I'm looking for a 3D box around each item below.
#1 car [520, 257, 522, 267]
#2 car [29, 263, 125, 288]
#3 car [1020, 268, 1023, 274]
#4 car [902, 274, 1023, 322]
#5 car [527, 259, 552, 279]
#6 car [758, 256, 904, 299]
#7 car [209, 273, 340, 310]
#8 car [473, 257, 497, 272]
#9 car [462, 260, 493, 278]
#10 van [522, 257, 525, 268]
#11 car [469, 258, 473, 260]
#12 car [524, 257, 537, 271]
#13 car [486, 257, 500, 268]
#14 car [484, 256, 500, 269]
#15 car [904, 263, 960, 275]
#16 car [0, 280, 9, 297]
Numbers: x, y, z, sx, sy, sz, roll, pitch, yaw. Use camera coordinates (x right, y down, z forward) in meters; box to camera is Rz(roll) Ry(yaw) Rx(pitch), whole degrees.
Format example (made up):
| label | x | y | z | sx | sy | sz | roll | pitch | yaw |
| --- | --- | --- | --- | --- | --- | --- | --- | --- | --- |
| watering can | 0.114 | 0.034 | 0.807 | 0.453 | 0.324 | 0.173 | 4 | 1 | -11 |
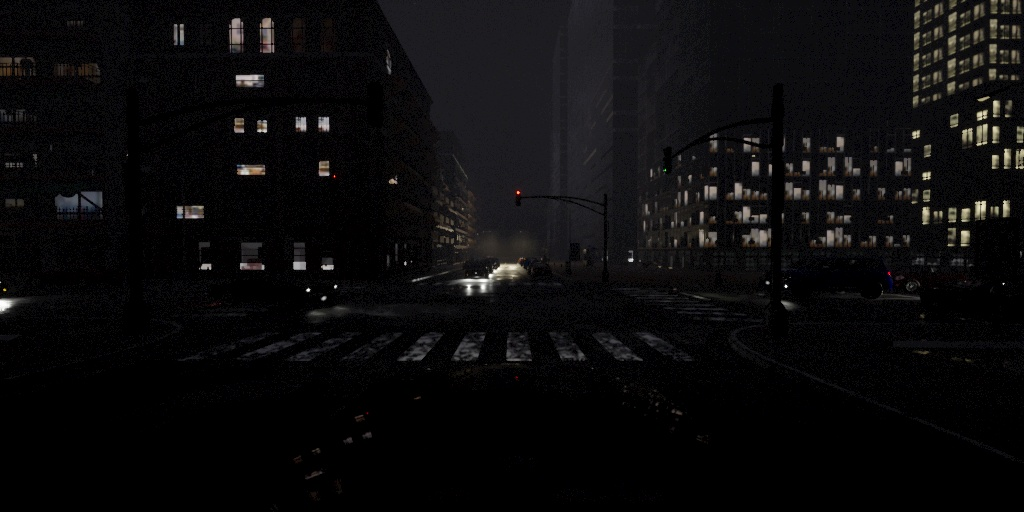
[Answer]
| label | x | y | z | sx | sy | sz | roll | pitch | yaw |
| --- | --- | --- | --- | --- | --- | --- | --- | --- | --- |
| car | 2.607 | 1.240 | 55.097 | 1.888 | 1.381 | 4.507 | 0 | 0 | 0 |
| car | -25.875 | 1.110 | 21.377 | 4.507 | 1.381 | 1.888 | 0 | 0 | 1 |
| car | 25.744 | 1.336 | 18.010 | 4.902 | 1.511 | 2.128 | 0 | 1 | 1 |
| car | 16.705 | 1.445 | 12.220 | 4.403 | 1.370 | 2.007 | 0 | 0 | 1 |
| car | 2.628 | 1.272 | 32.514 | 1.888 | 1.381 | 4.507 | 0 | 0 | 0 |
| car | 15.724 | 1.020 | 18.136 | 5.566 | 2.045 | 2.150 | 0 | 1 | 1 |
| car | -9.490 | 1.341 | 14.501 | 4.718 | 1.301 | 1.895 | 0 | 0 | 13 |
| car | -3.135 | 1.220 | 41.590 | 1.837 | 1.490 | 4.892 | 0 | 0 | 0 |
| car | -3.119 | 1.290 | 32.851 | 1.994 | 1.385 | 4.181 | 0 | 0 | 0 |
| van | 2.613 | 1.045 | 49.451 | 1.690 | 1.789 | 3.998 | 0 | 0 | 0 |
| car | -5.736 | 1.270 | 49.410 | 1.948 | 1.339 | 4.313 | 0 | 0 | 0 |
| car | 2.623 | 1.159 | 38.159 | 1.967 | 1.591 | 4.097 | 0 | 0 | 0 |
| car | -3.115 | 1.037 | 60.734 | 2.097 | 1.767 | 4.553 | 0 | 0 | 0 |
| car | -3.130 | 1.054 | 50.826 | 2.097 | 1.767 | 4.553 | 0 | 0 | 0 |
| car | 23.356 | 1.230 | 20.773 | 4.097 | 1.591 | 1.967 | 0 | 0 | 1 |
| car | -24.787 | 1.226 | 15.462 | 4.181 | 1.385 | 1.994 | 0 | 1 | 1 |
